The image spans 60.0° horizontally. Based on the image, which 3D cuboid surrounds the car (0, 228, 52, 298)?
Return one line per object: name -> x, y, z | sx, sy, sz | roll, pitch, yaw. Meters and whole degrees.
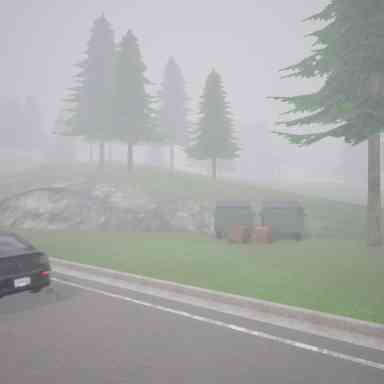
car -> -5.064, 1.525, 7.603 | 4.674, 1.442, 1.812 | 0, 0, 36
